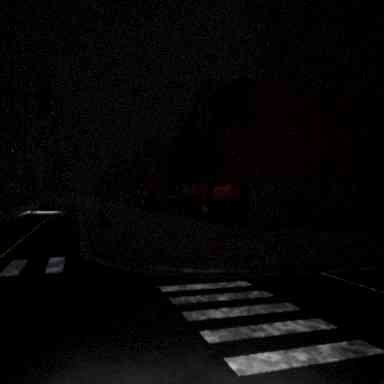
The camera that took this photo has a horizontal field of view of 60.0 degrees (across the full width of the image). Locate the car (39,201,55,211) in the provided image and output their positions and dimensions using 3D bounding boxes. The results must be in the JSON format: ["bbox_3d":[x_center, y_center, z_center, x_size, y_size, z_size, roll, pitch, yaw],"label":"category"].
[{"bbox_3d":[-20.752,2.016,47.754,1.994,1.385,4.181,0,-1,-19],"label":"car"}]
